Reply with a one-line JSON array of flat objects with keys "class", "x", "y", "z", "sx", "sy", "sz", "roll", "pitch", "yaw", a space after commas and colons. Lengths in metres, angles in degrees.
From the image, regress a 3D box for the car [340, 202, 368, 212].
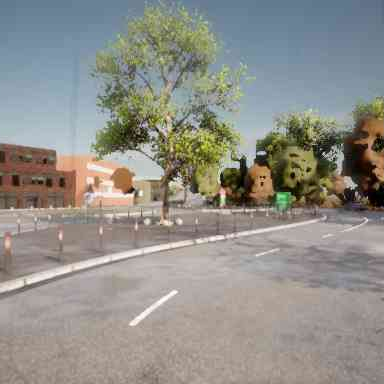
[{"class": "car", "x": 25.096, "y": 2.304, "z": 51.627, "sx": 2.033, "sy": 1.411, "sz": 5.357, "roll": 0, "pitch": -1, "yaw": -2}]
